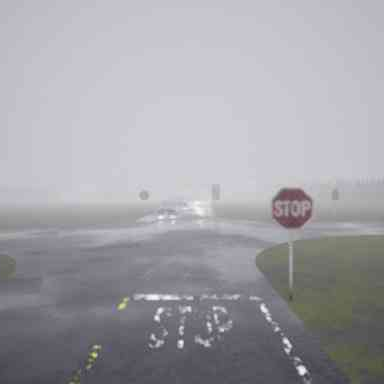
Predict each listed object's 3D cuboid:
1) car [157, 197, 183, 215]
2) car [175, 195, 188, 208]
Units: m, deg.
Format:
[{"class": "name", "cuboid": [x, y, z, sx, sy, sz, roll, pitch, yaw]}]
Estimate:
[{"class": "car", "cuboid": [-2.352, 1.526, 33.864, 2.033, 1.411, 5.357, 0, 0, 2]}, {"class": "car", "cuboid": [-1.745, 1.299, 48.094, 2.097, 1.767, 4.553, 0, 0, 2]}]
